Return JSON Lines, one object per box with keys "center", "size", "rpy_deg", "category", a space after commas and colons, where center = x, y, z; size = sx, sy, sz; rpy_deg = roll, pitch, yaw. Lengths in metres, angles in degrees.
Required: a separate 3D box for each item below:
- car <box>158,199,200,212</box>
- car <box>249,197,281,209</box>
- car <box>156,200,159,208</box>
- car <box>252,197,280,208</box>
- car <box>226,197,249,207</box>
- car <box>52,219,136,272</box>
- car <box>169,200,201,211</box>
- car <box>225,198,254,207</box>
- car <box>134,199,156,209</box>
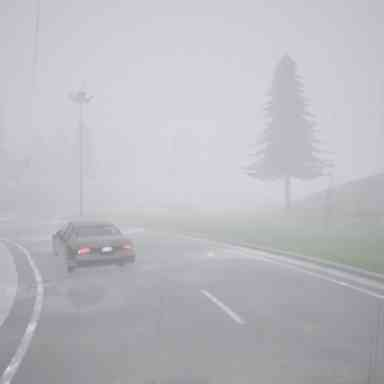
{"center": [-1.633, 1.851, 43.871], "size": [4.674, 1.442, 1.812], "rpy_deg": [0, 0, -32], "category": "car"}
{"center": [11.768, 1.911, 52.313], "size": [4.718, 1.301, 1.895], "rpy_deg": [0, 0, -32], "category": "car"}
{"center": [-2.491, 1.877, 51.596], "size": [4.902, 1.511, 2.128], "rpy_deg": [0, 0, -32], "category": "car"}
{"center": [12.671, 1.691, 56.993], "size": [4.553, 1.767, 2.097], "rpy_deg": [0, 0, -32], "category": "car"}
{"center": [8.607, 1.727, 58.583], "size": [4.553, 1.767, 2.097], "rpy_deg": [0, -1, -32], "category": "car"}
{"center": [-3.552, 1.650, 11.369], "size": [2.033, 1.411, 5.357], "rpy_deg": [0, 0, -29], "category": "car"}
{"center": [-0.979, 1.918, 48.416], "size": [4.181, 1.385, 1.994], "rpy_deg": [0, 0, -32], "category": "car"}
{"center": [8.943, 1.950, 62.865], "size": [5.357, 1.411, 2.033], "rpy_deg": [0, 0, -32], "category": "car"}
{"center": [-6.870, 1.925, 52.968], "size": [4.892, 1.490, 1.837], "rpy_deg": [0, 0, -32], "category": "car"}
